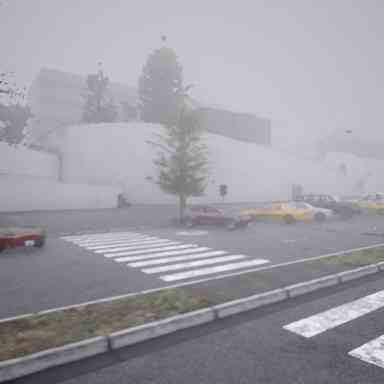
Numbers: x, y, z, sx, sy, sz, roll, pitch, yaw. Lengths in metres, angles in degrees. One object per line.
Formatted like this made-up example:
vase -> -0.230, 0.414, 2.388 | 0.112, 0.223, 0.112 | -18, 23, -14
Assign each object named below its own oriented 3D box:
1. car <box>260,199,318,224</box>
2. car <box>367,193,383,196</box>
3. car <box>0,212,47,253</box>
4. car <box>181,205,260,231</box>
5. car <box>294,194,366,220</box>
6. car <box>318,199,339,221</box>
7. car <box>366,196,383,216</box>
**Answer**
car -> 6.209, 1.513, 24.880 | 5.366, 1.575, 1.946 | -2, -1, 35
car -> 18.573, 1.113, 33.499 | 5.566, 2.045, 2.435 | -2, 0, 35
car -> -8.288, 1.635, 14.329 | 4.792, 1.488, 2.163 | -1, -1, 35
car -> 1.497, 1.574, 21.286 | 4.792, 1.488, 2.163 | -1, -1, 35
car -> 11.284, 1.218, 28.253 | 5.566, 2.045, 2.435 | -2, -1, 35
car -> 8.811, 1.531, 26.525 | 4.674, 1.452, 2.002 | -2, -1, 35
car -> 16.307, 1.395, 31.639 | 5.366, 1.575, 1.946 | -2, -1, 35
